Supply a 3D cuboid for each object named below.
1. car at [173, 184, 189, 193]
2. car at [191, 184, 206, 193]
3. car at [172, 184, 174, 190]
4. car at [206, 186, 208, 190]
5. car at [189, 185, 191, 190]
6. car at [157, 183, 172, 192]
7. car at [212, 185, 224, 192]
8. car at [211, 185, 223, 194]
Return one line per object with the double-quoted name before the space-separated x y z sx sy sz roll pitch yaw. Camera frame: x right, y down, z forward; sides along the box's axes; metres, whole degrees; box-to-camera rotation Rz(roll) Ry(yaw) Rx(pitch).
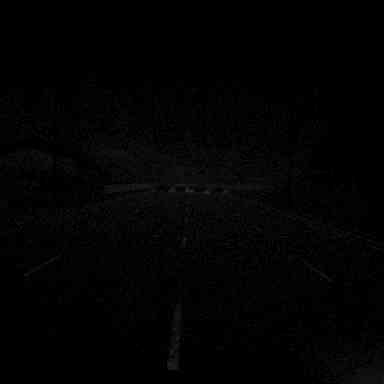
"car" -2.158 -0.583 65.417 1.895 1.301 4.718 2 2 1
"car" 1.371 -0.630 66.435 1.882 1.535 5.008 2 2 1
"car" -4.391 -1.224 80.669 2.128 1.511 4.902 2 2 16
"car" 2.605 -1.143 79.833 1.837 1.490 4.892 2 2 16
"car" -0.794 -1.184 80.665 1.895 1.301 4.718 2 2 16
"car" -5.637 -0.947 65.567 2.097 1.767 4.553 2 2 1
"car" 6.225 -0.910 79.835 1.812 1.442 4.674 2 2 16
"car" 4.857 -0.463 66.093 1.812 1.442 4.674 2 2 1
